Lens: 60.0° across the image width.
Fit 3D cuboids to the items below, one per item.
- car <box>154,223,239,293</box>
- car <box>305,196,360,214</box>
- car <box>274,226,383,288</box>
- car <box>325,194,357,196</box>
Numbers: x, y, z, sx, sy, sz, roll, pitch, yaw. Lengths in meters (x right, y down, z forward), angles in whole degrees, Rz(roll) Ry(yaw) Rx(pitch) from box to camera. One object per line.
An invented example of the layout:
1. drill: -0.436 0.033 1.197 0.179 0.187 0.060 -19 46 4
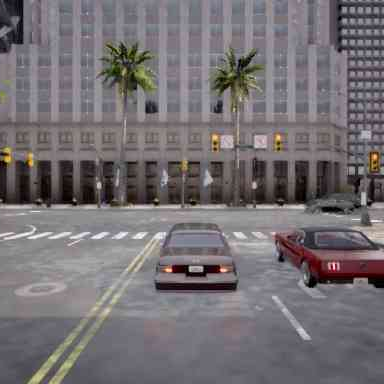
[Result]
1. car: 0.095 1.547 8.989 2.033 1.411 5.357 0 0 0
2. car: 14.155 1.491 34.315 4.902 1.511 2.128 0 0 -1
3. car: 3.641 1.601 9.257 1.895 1.301 4.718 0 0 2
4. car: 16.067 1.221 37.857 5.566 2.045 2.150 0 0 0
